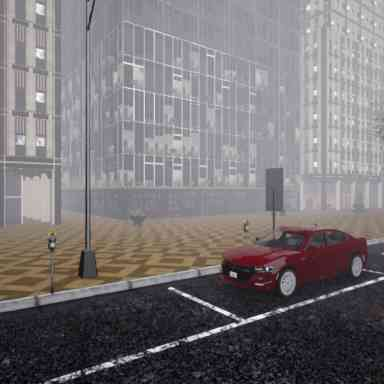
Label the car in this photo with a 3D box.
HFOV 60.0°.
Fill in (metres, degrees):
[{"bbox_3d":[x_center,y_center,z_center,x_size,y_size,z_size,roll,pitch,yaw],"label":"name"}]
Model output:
[{"bbox_3d":[2.724,1.545,8.515,4.507,1.381,1.887,0,0,-36],"label":"car"}]
